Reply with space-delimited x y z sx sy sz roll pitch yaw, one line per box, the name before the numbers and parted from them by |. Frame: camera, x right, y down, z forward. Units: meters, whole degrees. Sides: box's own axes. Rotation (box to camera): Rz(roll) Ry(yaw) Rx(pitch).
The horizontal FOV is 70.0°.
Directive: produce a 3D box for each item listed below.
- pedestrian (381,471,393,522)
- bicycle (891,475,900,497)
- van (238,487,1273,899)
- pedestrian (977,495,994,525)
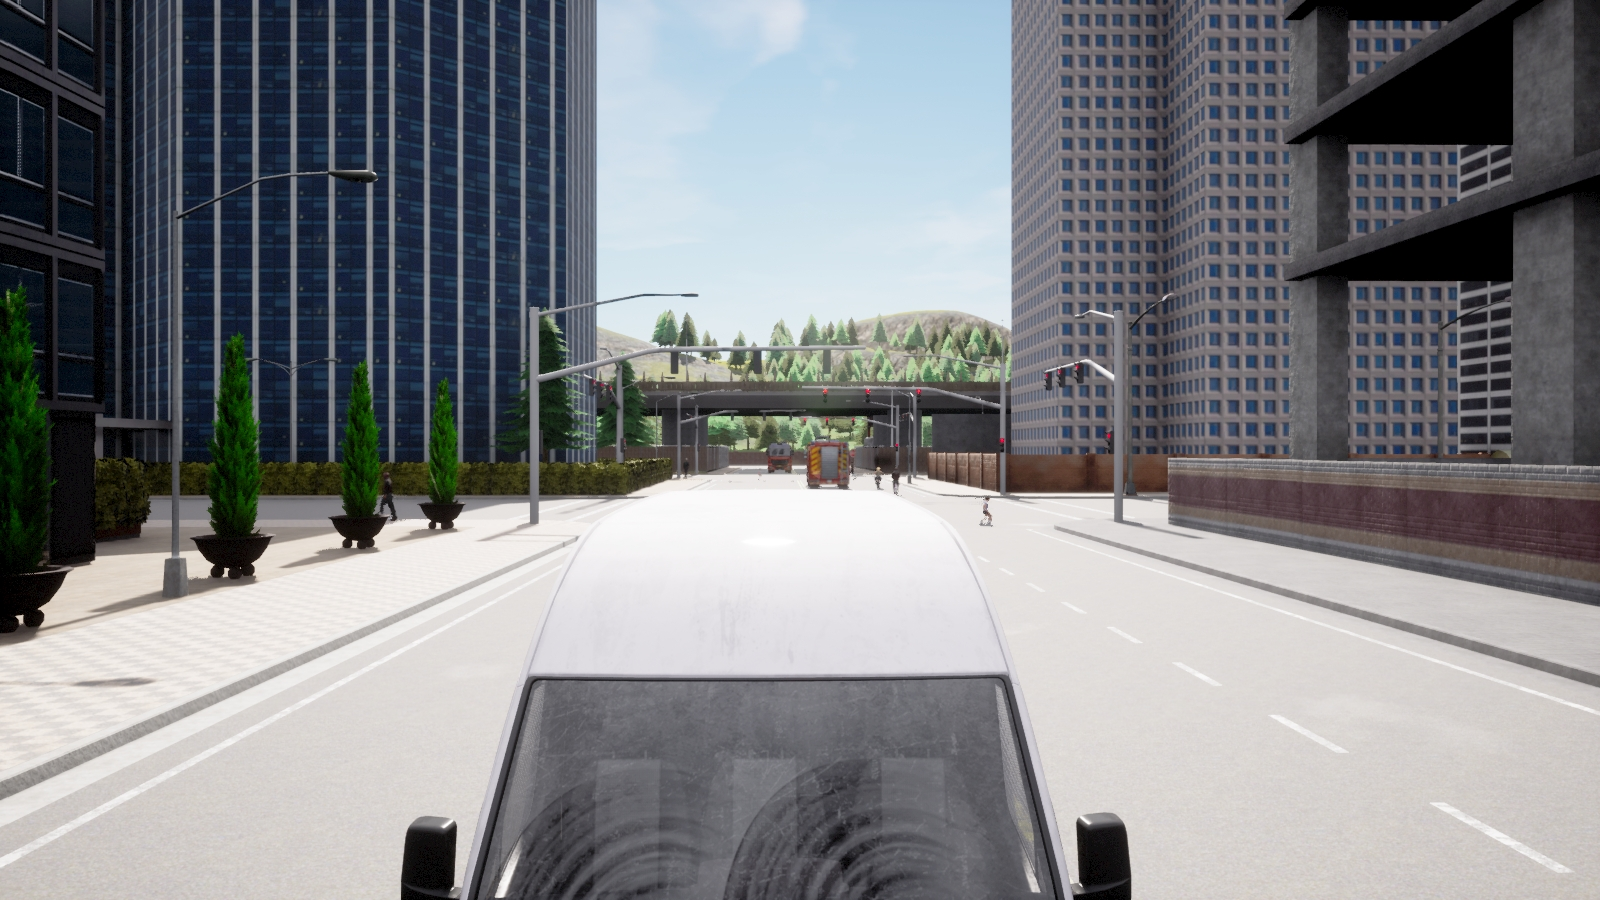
pedestrian | -15.044 1.696 41.652 0.375 1.860 0.375 0 0 -27
bicycle | 5.757 2.160 68.923 0.329 1.271 1.835 0 0 -1
van | -0.128 1.535 5.152 1.988 2.561 5.915 0 0 -1
pedestrian | 6.890 2.228 42.482 0.500 1.100 0.500 0 0 -5
